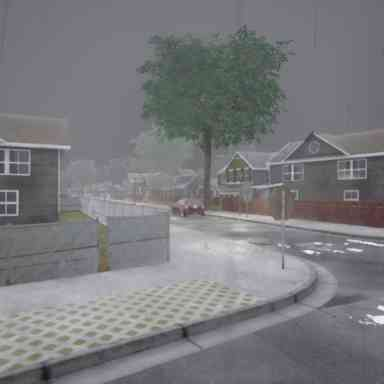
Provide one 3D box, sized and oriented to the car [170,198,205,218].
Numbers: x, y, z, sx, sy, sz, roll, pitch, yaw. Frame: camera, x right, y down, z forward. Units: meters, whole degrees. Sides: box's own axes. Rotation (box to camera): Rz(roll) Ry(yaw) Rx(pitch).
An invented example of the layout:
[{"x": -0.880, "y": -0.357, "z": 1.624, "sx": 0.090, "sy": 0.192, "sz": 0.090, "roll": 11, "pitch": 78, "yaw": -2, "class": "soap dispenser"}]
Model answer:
[{"x": -0.500, "y": 1.369, "z": 31.236, "sx": 2.097, "sy": 1.767, "sz": 4.553, "roll": 0, "pitch": 0, "yaw": -21, "class": "car"}]
